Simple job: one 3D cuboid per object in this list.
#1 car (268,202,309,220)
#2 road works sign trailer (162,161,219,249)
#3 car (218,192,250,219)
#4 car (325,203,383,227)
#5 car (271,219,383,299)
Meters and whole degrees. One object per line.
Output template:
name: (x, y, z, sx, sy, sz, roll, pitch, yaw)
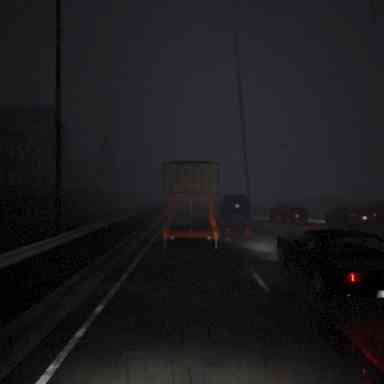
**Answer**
car: (7.011, 1.459, 24.658, 1.882, 1.535, 5.008, 0, 0, 0)
road works sign trailer: (-0.053, 0.447, 14.468, 2.380, 3.560, 2.880, 0, 0, 0)
car: (3.500, 1.193, 28.418, 2.150, 2.045, 5.566, 0, 0, 0)
car: (10.518, 1.552, 22.279, 1.994, 1.385, 4.181, 0, 0, 0)
car: (3.565, 1.596, 8.362, 1.895, 1.301, 4.718, 0, 0, 0)
